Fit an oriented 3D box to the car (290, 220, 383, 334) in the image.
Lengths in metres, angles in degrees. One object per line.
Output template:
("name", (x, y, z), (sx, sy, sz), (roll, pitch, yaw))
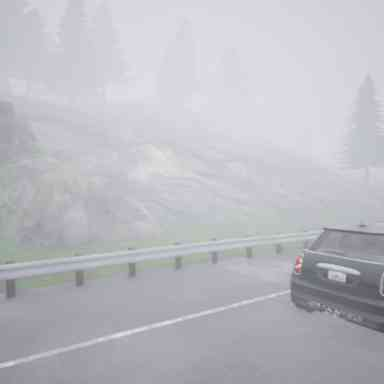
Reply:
("car", (4.041, 1.348, 6.431), (4.553, 1.767, 2.097), (0, 0, -34))
